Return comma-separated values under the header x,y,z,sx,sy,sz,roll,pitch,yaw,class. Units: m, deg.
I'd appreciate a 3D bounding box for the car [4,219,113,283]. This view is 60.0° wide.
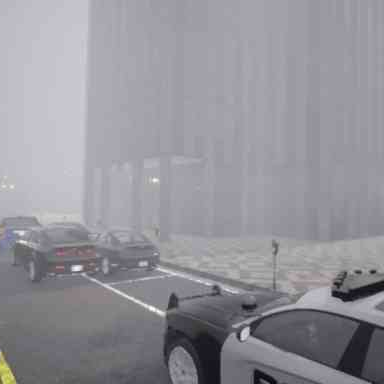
x,y,z,sx,sy,sz,roll,pitch,yaw,class
-4.610,1.871,10.941,1.837,1.490,4.892,3,-3,-38,car

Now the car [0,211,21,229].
x,y,z,sx,sy,sz,roll,pitch,yaw,class
-16.766,2.427,29.499,2.008,1.369,4.403,3,-3,-38,car

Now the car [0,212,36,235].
x,y,z,sx,sy,sz,roll,pitch,yaw,class
-13.384,2.295,25.202,1.752,1.417,4.829,3,-3,-38,car

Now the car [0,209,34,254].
x,y,z,sx,sy,sz,roll,pitch,yaw,class
-8.367,1.833,15.585,2.097,1.767,4.553,3,-3,-38,car

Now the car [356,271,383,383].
x,y,z,sx,sy,sz,roll,pitch,yaw,class
4.156,1.748,2.906,1.887,1.381,4.507,3,-3,-38,car

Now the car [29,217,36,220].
x,y,z,sx,sy,sz,roll,pitch,yaw,class
-6.305,2.109,16.202,1.947,1.339,4.313,3,-3,-38,car

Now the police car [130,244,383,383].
x,y,z,sx,sy,sz,roll,pitch,yaw,class
1.546,1.595,3.205,1.930,1.638,5.238,3,-3,-38,police car

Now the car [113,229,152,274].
x,y,z,sx,sy,sz,roll,pitch,yaw,class
-2.818,1.981,11.770,2.008,1.369,4.403,3,-3,-38,car
